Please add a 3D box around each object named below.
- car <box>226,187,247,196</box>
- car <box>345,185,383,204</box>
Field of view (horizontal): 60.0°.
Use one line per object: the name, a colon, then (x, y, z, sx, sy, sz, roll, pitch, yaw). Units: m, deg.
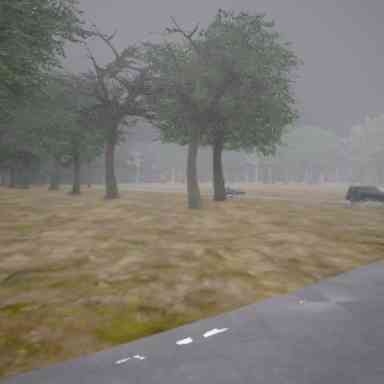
car: (5.859, -0.134, 51.325, 2.033, 1.411, 5.357, 1, 2, -43)
car: (19.819, 0.354, 36.410, 2.150, 2.045, 5.566, 1, 1, -43)
